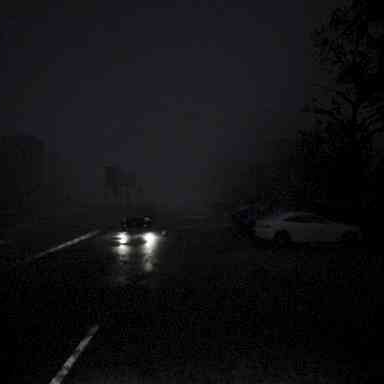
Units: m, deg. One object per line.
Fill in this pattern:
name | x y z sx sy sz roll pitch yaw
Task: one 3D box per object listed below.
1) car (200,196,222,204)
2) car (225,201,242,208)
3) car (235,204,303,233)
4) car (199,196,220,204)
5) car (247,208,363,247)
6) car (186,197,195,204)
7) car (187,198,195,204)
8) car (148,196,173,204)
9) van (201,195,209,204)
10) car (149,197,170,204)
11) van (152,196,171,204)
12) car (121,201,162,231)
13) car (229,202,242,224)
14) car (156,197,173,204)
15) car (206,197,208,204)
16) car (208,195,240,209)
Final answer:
car | 4.782 2.018 83.987 5.566 2.045 2.435 0 -2 -1
car | 5.087 1.640 24.514 4.674 1.452 2.002 0 0 0
car | 5.095 1.568 17.965 5.008 1.535 2.097 0 0 0
car | 4.710 2.205 89.446 5.566 2.045 2.435 0 -2 -1
car | 5.086 1.593 14.816 4.674 1.452 2.002 0 0 0
car | -0.384 2.347 92.362 2.097 1.767 4.553 0 -2 2
car | -0.252 2.196 80.305 2.033 1.411 5.357 0 -2 0
car | -7.552 1.988 73.353 5.366 1.575 1.946 0 -1 0
van | 4.789 1.756 72.816 4.442 1.987 1.878 0 -1 0
car | -7.361 1.930 76.275 4.553 1.767 2.185 0 -1 0
van | -7.302 1.909 79.315 4.442 1.987 1.878 0 -2 -1
car | -3.301 1.584 21.716 1.882 1.535 5.008 0 -1 1
car | 5.084 1.585 21.238 4.892 1.521 2.231 0 0 0
car | -7.526 2.399 91.449 4.553 1.767 2.185 0 -2 -1
car | 5.054 1.777 52.019 4.674 1.452 2.002 0 0 0
car | 5.126 1.594 48.850 4.553 1.767 2.185 0 0 0
